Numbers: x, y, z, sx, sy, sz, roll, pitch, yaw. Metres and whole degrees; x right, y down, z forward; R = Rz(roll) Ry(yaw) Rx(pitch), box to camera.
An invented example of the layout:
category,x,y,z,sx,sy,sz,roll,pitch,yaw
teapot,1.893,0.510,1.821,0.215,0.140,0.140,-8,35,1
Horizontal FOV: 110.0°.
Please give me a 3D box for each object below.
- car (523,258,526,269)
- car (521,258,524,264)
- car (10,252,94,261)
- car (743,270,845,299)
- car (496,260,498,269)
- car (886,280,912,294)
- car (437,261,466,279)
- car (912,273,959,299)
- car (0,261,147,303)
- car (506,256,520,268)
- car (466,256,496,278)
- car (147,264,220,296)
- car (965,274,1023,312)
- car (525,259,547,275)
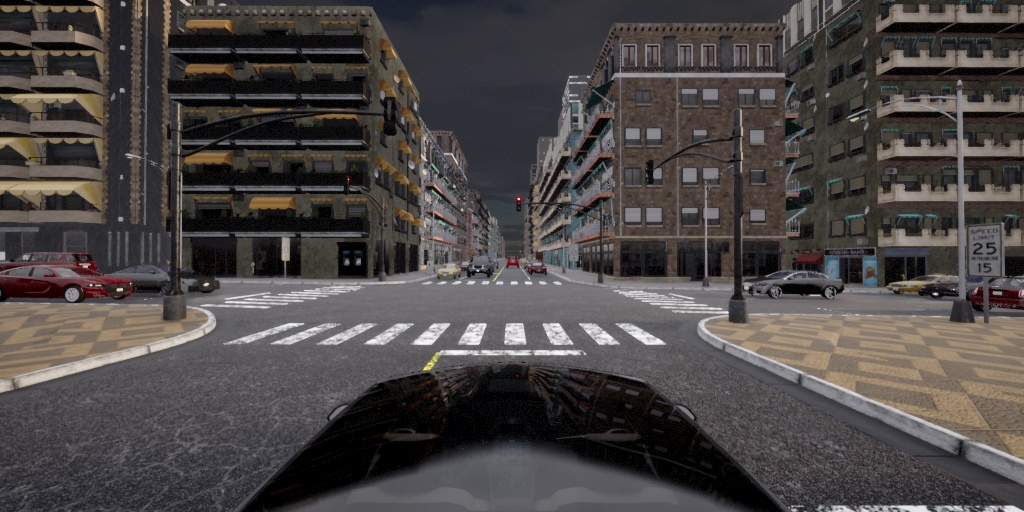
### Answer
category,x,y,z,sx,sy,sz,roll,pitch,yaw
car,2.733,1.201,43.840,1.967,1.591,4.097,0,0,0
car,2.743,1.347,54.886,1.802,1.307,4.207,0,0,0
car,-28.626,0.687,21.989,5.009,1.841,2.192,0,0,0
car,15.323,1.523,19.696,4.902,1.511,2.128,1,-1,-1
car,-3.056,1.266,45.260,1.837,1.490,4.892,0,0,0
car,26.266,1.755,22.318,4.829,1.417,1.751,0,0,0
car,-5.659,1.283,32.645,1.751,1.417,4.829,0,0,0
car,25.987,1.745,19.765,5.357,1.411,2.033,1,-1,0
car,-17.251,1.012,13.684,4.507,1.381,1.888,0,0,0
car,0.153,0.991,62.258,2.150,2.045,5.566,0,0,1
car,-3.067,0.980,35.221,2.150,2.045,5.566,0,0,0
car,-15.782,1.079,16.225,4.181,1.385,1.994,1,-1,2
car,20.847,1.501,13.968,4.097,1.591,1.967,0,0,0
car,2.727,1.304,38.316,1.888,1.381,4.507,0,0,0
